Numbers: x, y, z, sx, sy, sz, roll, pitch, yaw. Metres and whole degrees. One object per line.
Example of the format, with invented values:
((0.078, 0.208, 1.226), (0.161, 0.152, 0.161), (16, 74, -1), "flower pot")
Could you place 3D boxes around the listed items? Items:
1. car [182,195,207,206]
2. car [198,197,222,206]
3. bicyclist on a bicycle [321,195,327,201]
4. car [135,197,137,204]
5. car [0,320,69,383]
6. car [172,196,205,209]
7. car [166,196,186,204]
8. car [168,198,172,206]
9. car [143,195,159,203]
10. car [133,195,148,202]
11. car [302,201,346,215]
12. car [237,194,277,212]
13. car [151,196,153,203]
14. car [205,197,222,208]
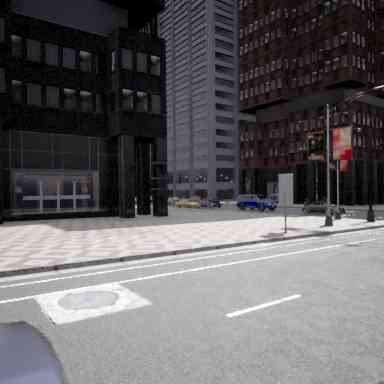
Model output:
((0.455, 1.468, 57.956), (2.097, 1.767, 4.553), (-1, 1, -35), "car")
((3.107, 1.614, 58.821), (1.887, 1.381, 4.507), (-1, 1, -36), "car")
((17.380, 1.254, 43.770), (1.656, 1.620, 0.582), (-1, 1, -36), "bicyclist on a bicycle")
((-10.141, 1.821, 62.703), (1.802, 1.307, 4.206), (-1, 1, -36), "car")
((-3.237, 1.548, 1.375), (5.357, 1.411, 2.033), (0, 0, -36), "car")
((-0.581, 1.701, 49.318), (1.752, 1.417, 4.829), (-1, 1, -36), "car")
((-3.299, 1.638, 67.788), (1.752, 1.417, 4.829), (-1, 1, -36), "car")
((-3.309, 1.731, 57.800), (1.994, 1.385, 4.181), (-1, 0, -35), "car")
((-9.507, 1.597, 76.478), (1.967, 1.590, 4.097), (-1, 1, -36), "car")
((-12.660, 1.620, 80.893), (1.967, 1.590, 4.097), (-1, 1, -36), "car")
((13.495, 1.627, 34.203), (1.994, 1.385, 4.181), (-1, 0, -36), "car")
((8.038, 1.318, 41.829), (2.150, 2.045, 5.566), (-1, 0, -36), "car")
((-7.628, 1.674, 69.272), (1.837, 1.490, 4.892), (-1, 0, -36), "car")
((2.484, 1.694, 49.625), (1.994, 1.385, 4.181), (-1, 0, -35), "car")
